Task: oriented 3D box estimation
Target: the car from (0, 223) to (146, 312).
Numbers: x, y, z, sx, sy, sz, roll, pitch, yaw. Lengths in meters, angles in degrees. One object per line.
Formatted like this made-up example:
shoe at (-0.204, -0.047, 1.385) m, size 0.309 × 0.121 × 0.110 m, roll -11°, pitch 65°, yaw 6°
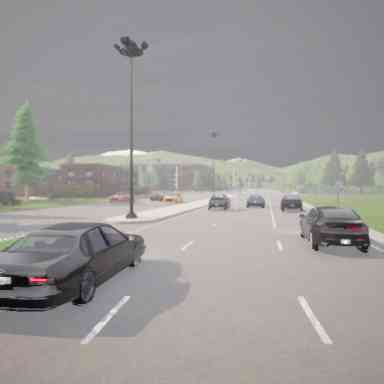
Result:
car at (-2.671, 1.436, 7.832) m, size 2.033 × 1.411 × 5.357 m, roll 0°, pitch 1°, yaw 9°

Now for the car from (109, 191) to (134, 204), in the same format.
car at (-9.903, 0.698, 46.747) m, size 2.097 × 1.767 × 4.553 m, roll 0°, pitch 1°, yaw 13°

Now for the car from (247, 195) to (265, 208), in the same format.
car at (7.414, 1.027, 38.557) m, size 1.994 × 1.385 × 4.181 m, roll 0°, pitch 1°, yaw 13°

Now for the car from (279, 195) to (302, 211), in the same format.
car at (9.685, 1.023, 32.668) m, size 1.882 × 1.535 × 5.008 m, roll 0°, pitch 1°, yaw 13°

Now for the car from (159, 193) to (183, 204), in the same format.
car at (-2.627, 0.819, 47.223) m, size 1.882 × 1.535 × 5.008 m, roll 0°, pitch 1°, yaw 13°

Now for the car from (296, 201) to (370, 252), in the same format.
car at (5.450, 1.321, 13.142) m, size 1.837 × 1.490 × 4.892 m, roll 0°, pitch 1°, yaw 11°

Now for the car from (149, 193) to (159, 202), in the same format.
car at (-5.127, 0.874, 52.056) m, size 1.895 × 1.301 × 4.718 m, roll 0°, pitch 1°, yaw 13°

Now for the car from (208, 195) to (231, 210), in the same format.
car at (2.901, 1.011, 34.403) m, size 2.128 × 1.511 × 4.902 m, roll 0°, pitch 1°, yaw 13°
